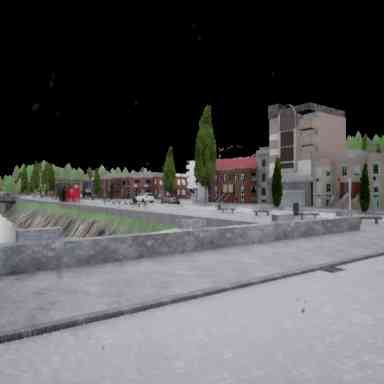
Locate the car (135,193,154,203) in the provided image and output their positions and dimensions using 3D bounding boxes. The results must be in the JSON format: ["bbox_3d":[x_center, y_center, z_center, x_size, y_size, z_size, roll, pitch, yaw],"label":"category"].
[{"bbox_3d":[-9.792,1.207,68.084,2.150,2.045,5.566,0,0,-35],"label":"car"}]

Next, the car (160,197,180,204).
[{"bbox_3d":[-3.997,1.549,59.961,1.994,1.385,4.181,0,0,-35],"label":"car"}]
